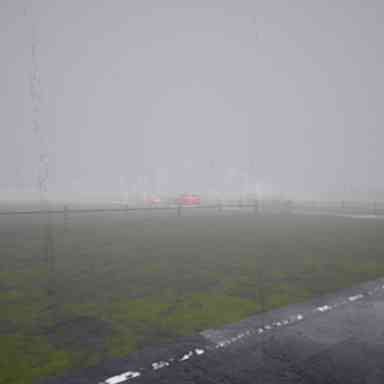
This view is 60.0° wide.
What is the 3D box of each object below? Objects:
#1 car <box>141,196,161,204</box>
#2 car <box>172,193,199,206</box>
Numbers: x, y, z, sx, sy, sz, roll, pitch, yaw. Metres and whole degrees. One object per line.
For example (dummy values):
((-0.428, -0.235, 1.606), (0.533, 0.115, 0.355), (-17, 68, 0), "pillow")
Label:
((-7.963, 1.506, 64.861), (1.882, 1.535, 5.008), (1, -1, -41), "car")
((-1.045, 1.262, 56.777), (2.150, 2.045, 5.566), (1, -1, -40), "car")
